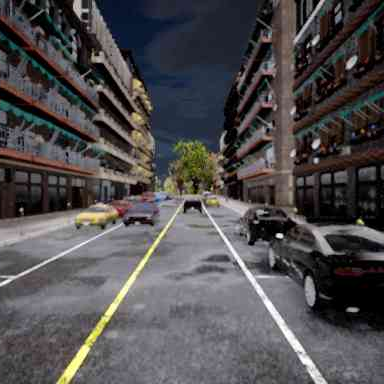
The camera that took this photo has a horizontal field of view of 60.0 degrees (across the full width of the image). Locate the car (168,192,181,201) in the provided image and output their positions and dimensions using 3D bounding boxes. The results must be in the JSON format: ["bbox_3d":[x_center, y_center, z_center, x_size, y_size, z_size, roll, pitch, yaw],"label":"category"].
[{"bbox_3d":[-3.005,0.935,63.307,1.895,1.301,4.718,0,0,0],"label":"car"}]

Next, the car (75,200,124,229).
[{"bbox_3d":[-5.681,1.372,20.259,1.752,1.417,4.829,1,0,0],"label":"car"}]

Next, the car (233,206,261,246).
[{"bbox_3d":[3.144,1.393,14.661,1.837,1.490,4.892,0,0,0],"label":"car"}]

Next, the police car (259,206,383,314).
[{"bbox_3d":[3.133,1.365,7.770,1.930,1.638,5.238,0,0,0],"label":"police car"}]

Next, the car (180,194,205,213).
[{"bbox_3d":[0.074,1.252,33.820,1.837,1.490,4.892,0,1,0],"label":"car"}]

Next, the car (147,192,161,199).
[{"bbox_3d":[-5.679,0.994,43.073,2.192,1.841,5.009,1,0,0],"label":"car"}]

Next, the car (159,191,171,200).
[{"bbox_3d":[-5.682,0.792,71.380,2.192,1.841,5.009,1,0,0],"label":"car"}]

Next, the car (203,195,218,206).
[{"bbox_3d":[2.701,1.183,48.698,1.887,1.381,4.507,1,0,0],"label":"car"}]

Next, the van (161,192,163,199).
[{"bbox_3d":[-5.680,0.980,48.734,1.690,1.788,3.998,1,0,0],"label":"van"}]

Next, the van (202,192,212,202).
[{"bbox_3d":[2.686,0.898,60.020,1.690,1.788,3.998,1,0,0],"label":"van"}]

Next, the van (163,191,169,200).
[{"bbox_3d":[-5.682,0.858,65.719,1.690,1.788,3.998,1,0,0],"label":"van"}]

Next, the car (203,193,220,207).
[{"bbox_3d":[2.699,1.204,43.207,1.752,1.417,4.829,1,0,0],"label":"car"}]

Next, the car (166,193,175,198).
[{"bbox_3d":[-5.687,0.911,88.367,2.008,1.369,4.403,1,0,0],"label":"car"}]

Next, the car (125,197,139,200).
[{"bbox_3d":[-5.681,1.348,26.090,1.887,1.381,4.507,1,0,0],"label":"car"}]

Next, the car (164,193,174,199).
[{"bbox_3d":[-5.687,0.965,82.706,1.947,1.339,4.313,1,0,0],"label":"car"}]

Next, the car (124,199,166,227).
[{"bbox_3d":[-3.103,1.384,21.581,2.033,1.411,5.357,0,0,0],"label":"car"}]

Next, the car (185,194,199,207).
[{"bbox_3d":[0.046,1.131,46.578,1.882,1.535,5.008,0,1,0],"label":"car"}]

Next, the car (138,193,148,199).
[{"bbox_3d":[-5.680,1.202,31.751,1.967,1.590,4.097,1,0,0],"label":"car"}]
